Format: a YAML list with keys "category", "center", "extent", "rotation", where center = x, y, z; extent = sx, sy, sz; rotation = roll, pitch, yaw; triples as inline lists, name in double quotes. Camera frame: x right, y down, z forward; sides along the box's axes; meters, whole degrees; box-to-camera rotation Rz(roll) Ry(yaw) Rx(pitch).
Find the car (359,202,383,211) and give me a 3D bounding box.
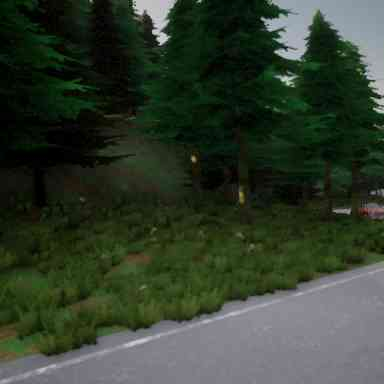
- category: "car"
  center: [17.757, 1.844, 33.332]
  extent: [2.097, 1.767, 4.553]
  rotation: [-4, -2, 2]
